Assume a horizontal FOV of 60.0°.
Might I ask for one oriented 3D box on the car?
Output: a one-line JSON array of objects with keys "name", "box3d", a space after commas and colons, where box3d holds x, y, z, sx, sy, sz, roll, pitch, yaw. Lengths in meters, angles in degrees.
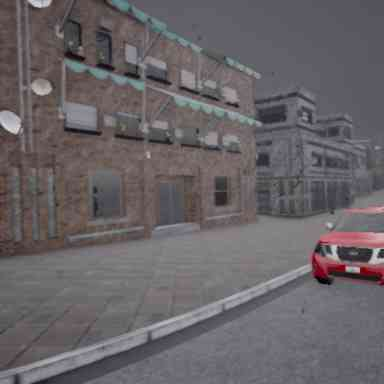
[{"name": "car", "box3d": [5.374, 1.440, 9.630, 2.150, 2.045, 5.566, -2, -2, 40]}]
